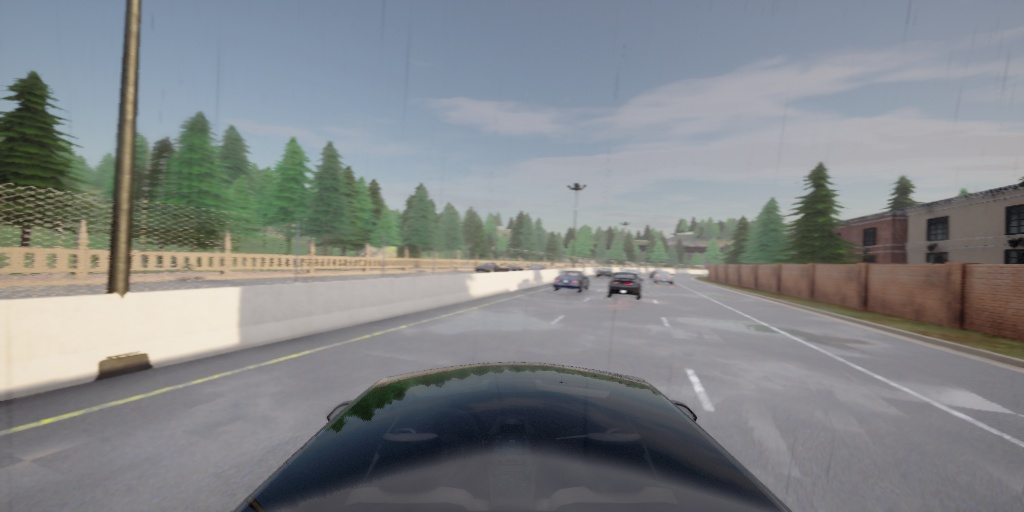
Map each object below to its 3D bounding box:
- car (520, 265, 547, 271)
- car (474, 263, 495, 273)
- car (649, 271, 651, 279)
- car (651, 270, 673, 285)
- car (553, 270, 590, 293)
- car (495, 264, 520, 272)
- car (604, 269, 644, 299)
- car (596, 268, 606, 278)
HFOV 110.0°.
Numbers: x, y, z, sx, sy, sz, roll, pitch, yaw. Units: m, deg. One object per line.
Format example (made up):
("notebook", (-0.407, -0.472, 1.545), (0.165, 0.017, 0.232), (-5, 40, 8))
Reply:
("car", (2.909, 1.784, 42.838), (1.812, 1.442, 4.674), (2, -1, 20))
("car", (-3.041, 1.578, 46.964), (2.033, 1.411, 5.357), (2, -1, 20))
("car", (21.687, 2.763, 53.711), (1.994, 1.385, 4.181), (2, -1, 20))
("car", (17.061, 2.397, 40.534), (1.812, 1.442, 4.674), (2, -1, 19))
("car", (4.168, 1.695, 24.703), (2.033, 1.411, 5.357), (2, -1, 19))
("car", (-0.072, 1.745, 44.888), (1.895, 1.301, 4.718), (2, -1, 20))
("car", (7.048, 1.761, 22.335), (1.837, 1.490, 4.892), (2, 0, 19))
("car", (12.782, 2.363, 49.542), (1.895, 1.301, 4.718), (2, -1, 19))
